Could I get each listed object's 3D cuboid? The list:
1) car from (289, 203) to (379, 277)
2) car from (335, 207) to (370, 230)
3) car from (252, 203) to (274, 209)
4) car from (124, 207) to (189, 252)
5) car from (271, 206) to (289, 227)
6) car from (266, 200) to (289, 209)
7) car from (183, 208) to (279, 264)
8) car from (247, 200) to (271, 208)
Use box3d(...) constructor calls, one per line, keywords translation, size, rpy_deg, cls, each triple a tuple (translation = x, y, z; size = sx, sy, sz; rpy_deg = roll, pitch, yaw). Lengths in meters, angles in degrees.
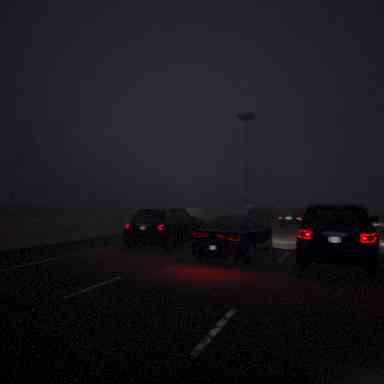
box3d(translation=(4.945, 1.371, 11.191), size=(2.150, 2.045, 5.566), rpy_deg=(0, 0, 26), cls="car")
box3d(translation=(11.995, 1.906, 24.653), size=(1.994, 1.385, 4.181), rpy_deg=(0, 0, 31), cls="car")
box3d(translation=(6.420, 1.791, 28.974), size=(1.882, 1.535, 5.008), rpy_deg=(0, 0, 31), cls="car")
box3d(translation=(-0.997, 1.463, 14.944), size=(2.097, 1.767, 4.553), rpy_deg=(0, -1, 26), cls="car")
box3d(translation=(7.789, 1.839, 24.419), size=(2.033, 1.411, 5.357), rpy_deg=(0, -1, 30), cls="car")
box3d(translation=(15.744, 2.235, 60.996), size=(2.033, 1.411, 5.357), rpy_deg=(0, -1, 39), cls="car")
box3d(translation=(1.727, 1.601, 12.566), size=(1.882, 1.535, 5.008), rpy_deg=(0, 0, 26), cls="car")
box3d(translation=(12.743, 2.215, 62.865), size=(2.033, 1.411, 5.357), rpy_deg=(0, -1, 39), cls="car")
